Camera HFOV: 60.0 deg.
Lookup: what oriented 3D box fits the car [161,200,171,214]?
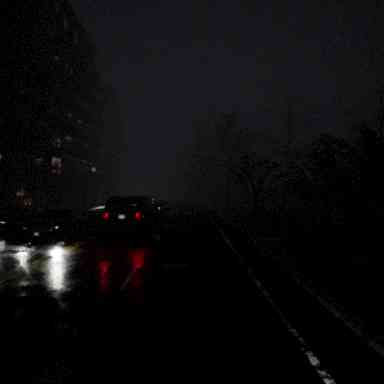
[{"bbox_3d":[-3.266,1.543,34.675,1.994,1.385,4.181,0,0,-1],"label":"car"}]

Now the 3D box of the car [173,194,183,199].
[{"bbox_3d":[-3.612,1.320,94.632,2.128,1.511,4.902,0,0,-6],"label":"car"}]

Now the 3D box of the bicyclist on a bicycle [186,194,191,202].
[{"bbox_3d":[-0.447,1.322,66.741,0.659,1.776,1.843,0,0,-4],"label":"bicyclist on a bicycle"}]

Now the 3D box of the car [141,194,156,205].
[{"bbox_3d":[-7.407,1.315,57.372,2.097,1.767,4.553,0,0,-2],"label":"car"}]

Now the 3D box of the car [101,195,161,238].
[{"bbox_3d":[-3.151,1.209,17.585,2.150,2.045,5.566,0,0,0],"label":"car"}]

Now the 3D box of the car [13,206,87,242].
[{"bbox_3d":[-6.617,1.514,16.483,1.812,1.442,4.674,0,0,0],"label":"car"}]

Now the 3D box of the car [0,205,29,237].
[{"bbox_3d":[-9.856,1.479,18.212,2.128,1.511,4.902,0,0,0],"label":"car"}]

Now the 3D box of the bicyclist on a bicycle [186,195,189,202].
[{"bbox_3d":[-1.069,1.394,75.800,0.582,1.620,1.656,0,0,-4],"label":"bicyclist on a bicycle"}]

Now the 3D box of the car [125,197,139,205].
[{"bbox_3d":[-10.737,1.564,59.553,1.895,1.301,4.718,0,0,-2],"label":"car"}]
